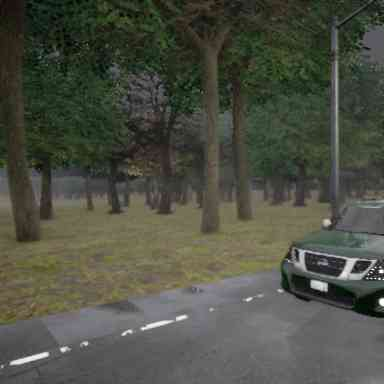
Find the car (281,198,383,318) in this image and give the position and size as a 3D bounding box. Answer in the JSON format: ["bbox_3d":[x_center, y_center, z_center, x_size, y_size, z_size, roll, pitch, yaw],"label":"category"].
[{"bbox_3d":[4.343,1.174,7.089,5.566,2.045,2.150,0,0,-35],"label":"car"}]
